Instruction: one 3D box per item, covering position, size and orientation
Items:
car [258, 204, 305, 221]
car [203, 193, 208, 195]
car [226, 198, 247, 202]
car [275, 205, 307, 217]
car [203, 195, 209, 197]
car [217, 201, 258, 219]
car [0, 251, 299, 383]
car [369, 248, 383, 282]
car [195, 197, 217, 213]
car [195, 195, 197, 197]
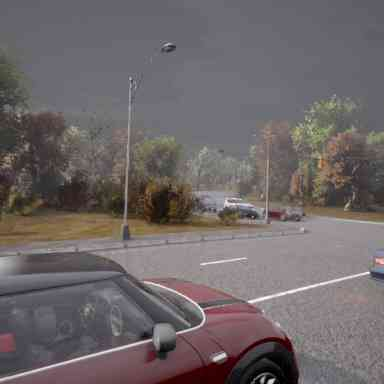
[{"bbox_3d":[9.605,2.113,35.467,2.097,1.767,4.553,3,-1,-24],"label":"car"},{"bbox_3d":[3.031,1.079,78.017,2.128,1.511,4.902,2,2,-1],"label":"car"},{"bbox_3d":[6.175,1.881,44.070,2.150,2.045,5.566,3,0,-19],"label":"car"},{"bbox_3d":[13.384,2.560,45.123,1.994,1.385,4.181,3,0,-20],"label":"car"},{"bbox_3d":[2.808,1.803,55.506,1.882,1.535,5.008,2,1,-13],"label":"car"},{"bbox_3d":[5.233,2.138,36.609,2.033,1.411,5.357,3,-1,-23],"label":"car"},{"bbox_3d":[-1.121,1.354,2.946,4.553,1.767,2.097,0,0,-36],"label":"car"},{"bbox_3d":[6.634,1.666,8.499,5.357,1.411,2.033,2,-1,-36],"label":"car"},{"bbox_3d":[1.914,1.955,45.764,1.837,1.490,4.892,3,1,-17],"label":"car"},{"bbox_3d":[0.244,1.337,69.452,1.895,1.301,4.718,2,2,-8],"label":"car"}]
